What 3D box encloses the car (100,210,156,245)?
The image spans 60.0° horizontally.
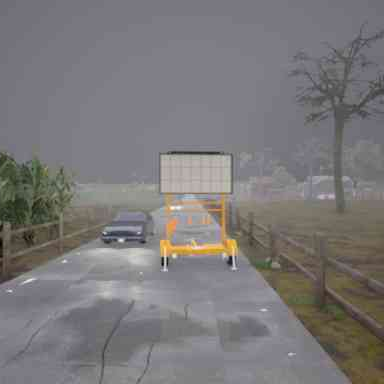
[{"bbox_3d":[-2.846,1.568,16.041,2.033,1.411,5.357,0,0,0],"label":"car"}]

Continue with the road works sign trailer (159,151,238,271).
[{"bbox_3d":[0.115,0.474,10.977,2.380,3.560,2.880,0,0,-5],"label":"road works sign trailer"}]

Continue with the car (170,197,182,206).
[{"bbox_3d":[-2.809,1.693,58.643,2.128,1.511,4.902,0,0,0],"label":"car"}]
